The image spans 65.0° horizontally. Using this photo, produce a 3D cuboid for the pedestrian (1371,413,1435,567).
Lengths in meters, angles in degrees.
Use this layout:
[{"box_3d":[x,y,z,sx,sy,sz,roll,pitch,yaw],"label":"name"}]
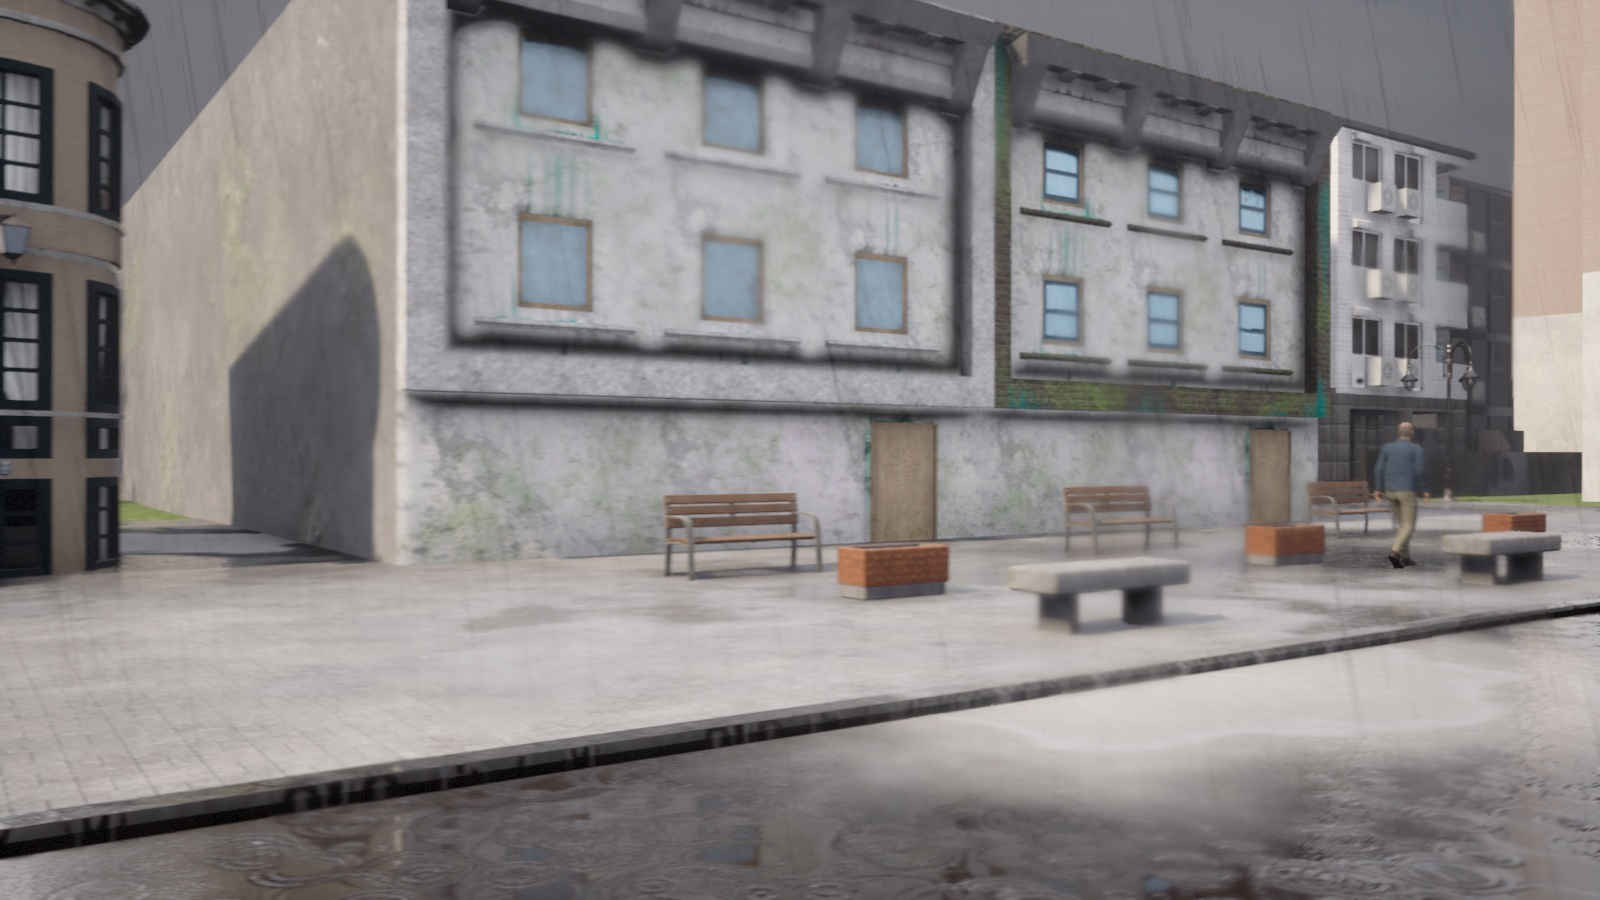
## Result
[{"box_3d":[7.390,0.477,15.393,0.726,1.842,0.402,0,0,-35],"label":"pedestrian"}]
